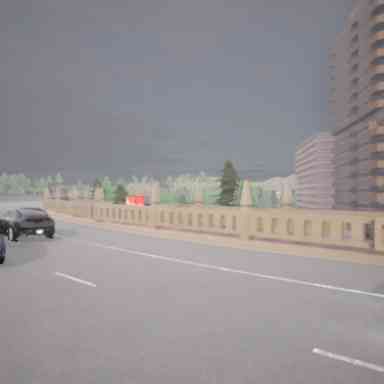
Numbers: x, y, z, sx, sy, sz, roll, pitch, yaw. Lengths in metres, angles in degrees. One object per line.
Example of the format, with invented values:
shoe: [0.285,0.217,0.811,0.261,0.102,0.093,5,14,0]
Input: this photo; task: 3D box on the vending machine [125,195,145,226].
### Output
vending machine: [-3.951,1.242,23.029,1.100,2.100,0.880,0,0,-42]

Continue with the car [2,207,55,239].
car: [-8.490,1.519,16.647,1.837,1.490,4.892,0,0,-44]

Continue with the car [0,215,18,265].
car: [-7.462,1.528,10.618,4.674,1.442,1.812,0,0,43]
